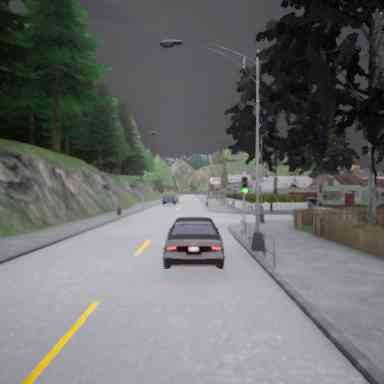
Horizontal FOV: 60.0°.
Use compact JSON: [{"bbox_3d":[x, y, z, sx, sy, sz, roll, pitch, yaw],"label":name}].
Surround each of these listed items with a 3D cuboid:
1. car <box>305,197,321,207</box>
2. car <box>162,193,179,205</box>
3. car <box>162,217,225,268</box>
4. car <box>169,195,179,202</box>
[{"bbox_3d":[15.782,1.321,44.826,1.994,1.381,4.181,0,0,0],"label":"car"},{"bbox_3d":[-4.049,1.247,59.619,2.150,2.045,5.566,0,0,1],"label":"car"},{"bbox_3d":[0.061,1.553,11.273,2.033,1.411,5.357,0,0,0],"label":"car"},{"bbox_3d":[-4.007,1.512,75.277,1.882,1.535,5.008,0,0,0],"label":"car"}]
